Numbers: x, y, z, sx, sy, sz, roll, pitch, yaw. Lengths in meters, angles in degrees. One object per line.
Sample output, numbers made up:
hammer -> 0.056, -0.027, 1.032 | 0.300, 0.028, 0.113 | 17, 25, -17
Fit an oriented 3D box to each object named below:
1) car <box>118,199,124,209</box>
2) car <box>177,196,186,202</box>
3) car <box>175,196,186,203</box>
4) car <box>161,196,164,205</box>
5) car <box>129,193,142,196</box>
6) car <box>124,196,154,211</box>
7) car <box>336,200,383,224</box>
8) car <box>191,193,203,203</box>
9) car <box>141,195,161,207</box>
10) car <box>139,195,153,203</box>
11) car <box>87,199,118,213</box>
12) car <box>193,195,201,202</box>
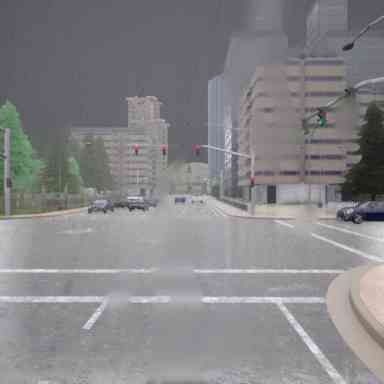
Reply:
car -> -9.772, 1.599, 45.513 | 1.895, 1.301, 4.718 | 0, 0, 1
car -> -2.367, 1.589, 76.683 | 1.895, 1.301, 4.718 | 0, 0, 1
car -> -2.459, 1.474, 67.284 | 1.882, 1.535, 5.008 | 0, 0, 1
car -> -6.104, 1.475, 59.954 | 1.882, 1.535, 5.008 | 0, 0, 0
car -> -9.654, 1.219, 56.090 | 2.150, 2.045, 5.566 | 0, 0, 1
car -> -6.325, 1.545, 40.291 | 2.033, 1.411, 5.357 | 0, 0, 1
car -> 12.948, 1.351, 24.084 | 4.553, 1.767, 2.097 | 0, 0, 1
car -> 1.038, 1.218, 66.933 | 2.150, 2.045, 5.566 | 0, 0, 1
car -> -6.230, 1.562, 49.497 | 1.994, 1.385, 4.181 | 0, 0, 0
car -> -9.443, 1.490, 68.957 | 2.128, 1.511, 4.902 | 0, 0, 1
car -> -9.846, 1.524, 36.413 | 1.812, 1.442, 4.674 | 0, 0, 1
car -> 1.133, 1.518, 76.618 | 1.812, 1.442, 4.674 | 0, 0, 1
